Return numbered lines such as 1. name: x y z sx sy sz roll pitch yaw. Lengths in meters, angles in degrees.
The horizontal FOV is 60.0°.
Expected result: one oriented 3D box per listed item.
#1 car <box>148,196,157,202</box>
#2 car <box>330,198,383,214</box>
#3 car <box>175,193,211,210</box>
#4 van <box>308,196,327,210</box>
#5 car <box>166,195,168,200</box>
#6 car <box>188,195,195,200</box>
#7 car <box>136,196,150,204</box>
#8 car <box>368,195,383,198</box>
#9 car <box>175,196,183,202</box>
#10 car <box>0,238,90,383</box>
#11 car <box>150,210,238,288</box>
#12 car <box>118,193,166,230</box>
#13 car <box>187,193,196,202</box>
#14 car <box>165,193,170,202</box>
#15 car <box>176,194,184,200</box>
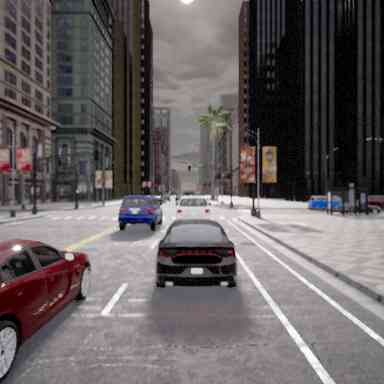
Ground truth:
1. car: -9.809 1.691 82.854 1.812 1.442 4.674 0 0 0
2. car: 17.046 1.614 34.175 4.403 1.369 2.008 0 0 0
3. car: 0.086 1.263 21.470 2.150 2.045 5.566 0 0 0
4. van: 17.035 1.397 42.700 3.998 1.788 1.690 0 0 0
5. car: -6.552 1.734 67.421 1.895 1.301 4.718 0 0 0
6. car: -0.068 1.582 95.378 2.033 1.411 5.357 0 0 0
7. car: -9.804 1.639 67.409 2.128 1.511 4.902 0 0 0
8. car: 22.713 1.367 42.706 5.009 1.841 2.192 0 0 0
9. car: -3.311 1.662 84.539 1.837 1.490 4.892 0 0 0
10. car: -3.156 1.489 5.372 1.882 1.535 5.008 0 -1 0
11. car: 0.093 1.496 9.353 1.882 1.535 5.008 0 0 0
12. car: -3.181 1.260 21.426 2.150 2.045 5.566 0 -1 1
13. car: -0.061 1.388 84.989 2.150 2.045 5.566 0 0 0
14. car: -6.559 1.392 82.894 2.150 2.045 5.566 0 0 0
15. car: -3.317 1.379 94.930 2.097 1.767 4.553 0 0 0
